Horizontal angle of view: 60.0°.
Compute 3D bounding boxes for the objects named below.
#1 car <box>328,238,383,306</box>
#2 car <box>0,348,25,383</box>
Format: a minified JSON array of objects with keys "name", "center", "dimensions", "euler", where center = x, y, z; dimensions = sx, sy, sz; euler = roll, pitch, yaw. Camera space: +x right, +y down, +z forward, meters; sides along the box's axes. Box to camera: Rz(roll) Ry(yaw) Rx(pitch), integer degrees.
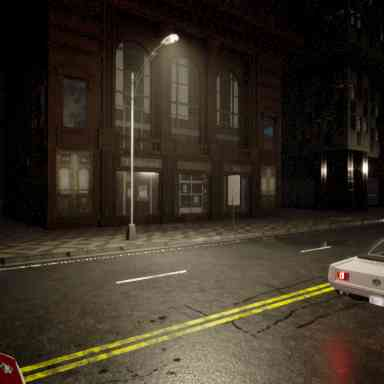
[{"name":"car","center":[5.031,1.597,7.026],"dimensions":[4.718,1.301,1.895],"euler":[0,0,-35]},{"name":"car","center":[-3.037,1.352,1.274],"dimensions":[4.553,1.767,2.097],"euler":[0,0,-35]}]
